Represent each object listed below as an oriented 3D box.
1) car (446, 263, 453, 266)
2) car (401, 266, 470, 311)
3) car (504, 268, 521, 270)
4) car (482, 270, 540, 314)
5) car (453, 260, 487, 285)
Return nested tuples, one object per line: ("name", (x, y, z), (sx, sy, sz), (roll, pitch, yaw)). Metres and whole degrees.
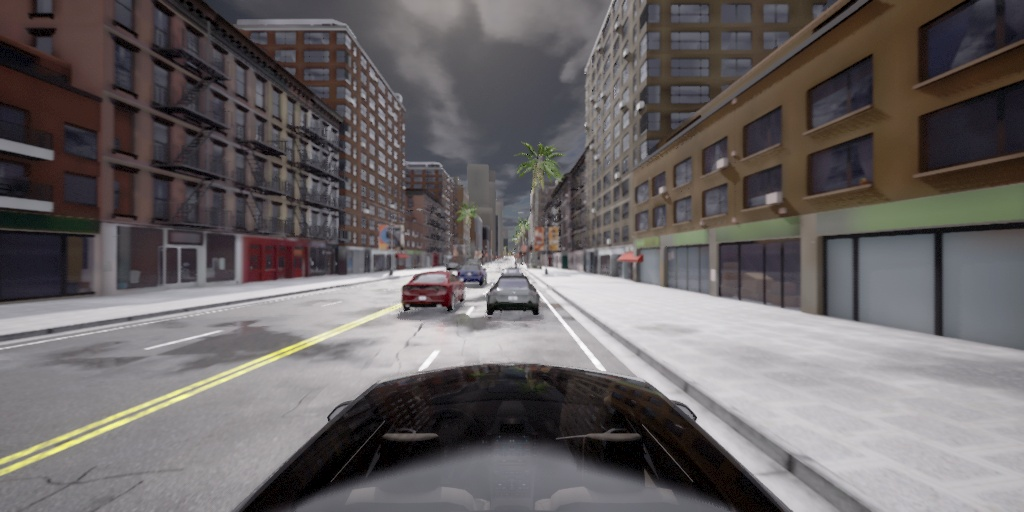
("car", (-9.789, 1.854, 59.748), (1.837, 1.490, 4.892), (0, 0, 0))
("car", (-3.193, 1.380, 15.354), (1.882, 1.535, 5.008), (0, 0, 0))
("car", (0.029, 1.571, 27.081), (2.033, 1.411, 5.357), (0, -1, 0))
("car", (0.052, 1.458, 14.500), (1.994, 1.385, 4.181), (0, -1, 0))
("car", (-3.200, 1.395, 29.126), (2.097, 1.767, 4.553), (0, -1, 0))
